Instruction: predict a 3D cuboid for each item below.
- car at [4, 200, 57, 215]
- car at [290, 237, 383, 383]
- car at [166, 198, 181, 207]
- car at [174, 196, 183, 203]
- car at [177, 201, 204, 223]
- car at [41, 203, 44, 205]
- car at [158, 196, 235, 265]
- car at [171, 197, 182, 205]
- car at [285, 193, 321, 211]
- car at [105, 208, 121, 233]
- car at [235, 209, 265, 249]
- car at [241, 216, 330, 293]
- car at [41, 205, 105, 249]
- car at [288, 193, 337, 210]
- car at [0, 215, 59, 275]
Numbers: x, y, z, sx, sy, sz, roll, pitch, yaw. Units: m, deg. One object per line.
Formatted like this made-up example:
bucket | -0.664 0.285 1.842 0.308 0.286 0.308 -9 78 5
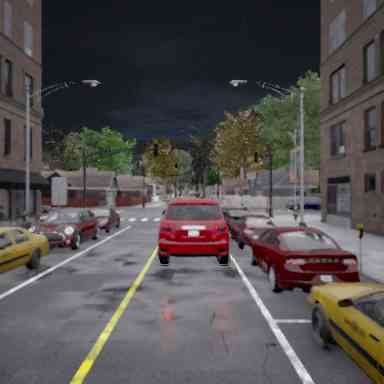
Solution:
car | -17.490 1.674 36.124 4.892 1.490 1.837 0 0 0
car | 2.639 1.532 3.435 1.752 1.417 4.829 0 0 0
car | -3.010 1.677 55.165 2.033 1.411 5.357 0 0 0
car | -3.009 1.717 75.304 1.812 1.442 4.674 0 0 0
car | -0.219 1.559 27.162 1.837 1.490 4.892 0 0 -5
car | -17.105 1.725 32.873 4.181 1.385 1.994 0 0 0
car | 0.097 1.244 11.923 2.150 2.045 5.566 0 0 1
car | -2.990 1.724 65.053 1.994 1.385 4.181 0 0 0
car | 13.411 1.341 39.527 4.553 1.767 2.097 0 0 0
car | -5.373 1.621 19.825 1.802 1.307 4.206 0 0 0
car | 2.648 1.610 14.301 1.802 1.307 4.206 0 0 0
car | 2.643 1.561 8.783 1.887 1.381 4.507 0 0 0
car | -5.378 1.468 14.306 1.967 1.590 4.097 0 0 0
car | 15.464 1.204 42.807 5.566 2.045 2.150 0 0 -2
car | -5.382 1.542 8.617 1.752 1.417 4.829 0 0 0
